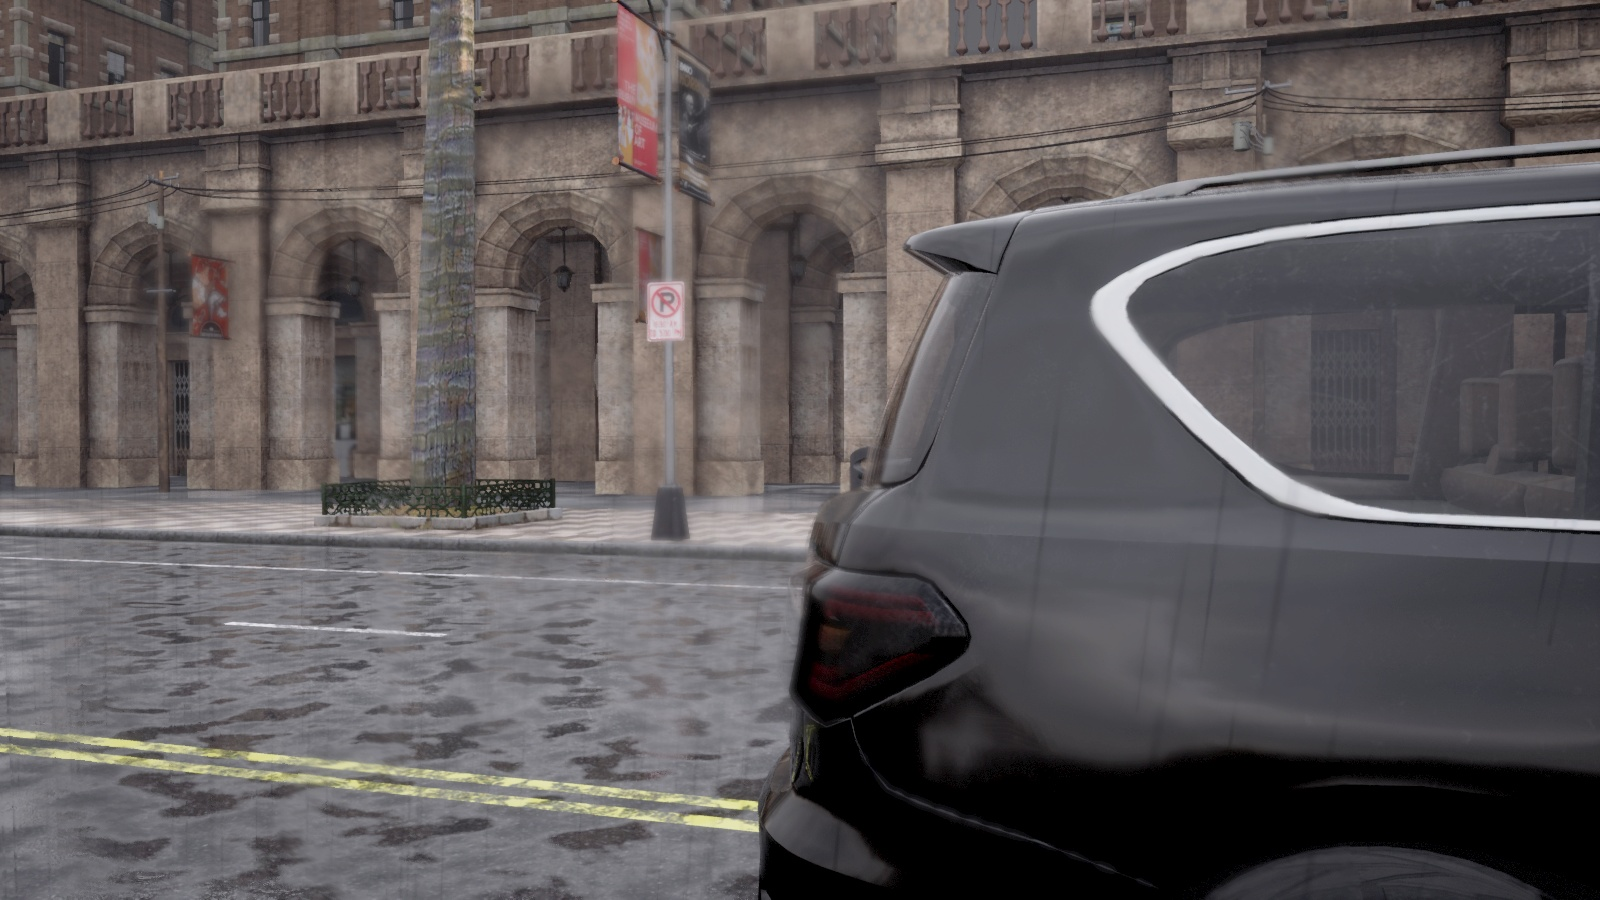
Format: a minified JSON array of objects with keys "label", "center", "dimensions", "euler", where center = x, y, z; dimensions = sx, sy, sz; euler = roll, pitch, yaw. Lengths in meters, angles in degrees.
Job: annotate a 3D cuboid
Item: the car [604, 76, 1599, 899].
[{"label":"car","center":[2.642,0.519,2.301],"dimensions":[5.566,2.045,2.150],"euler":[1,1,19]}]
